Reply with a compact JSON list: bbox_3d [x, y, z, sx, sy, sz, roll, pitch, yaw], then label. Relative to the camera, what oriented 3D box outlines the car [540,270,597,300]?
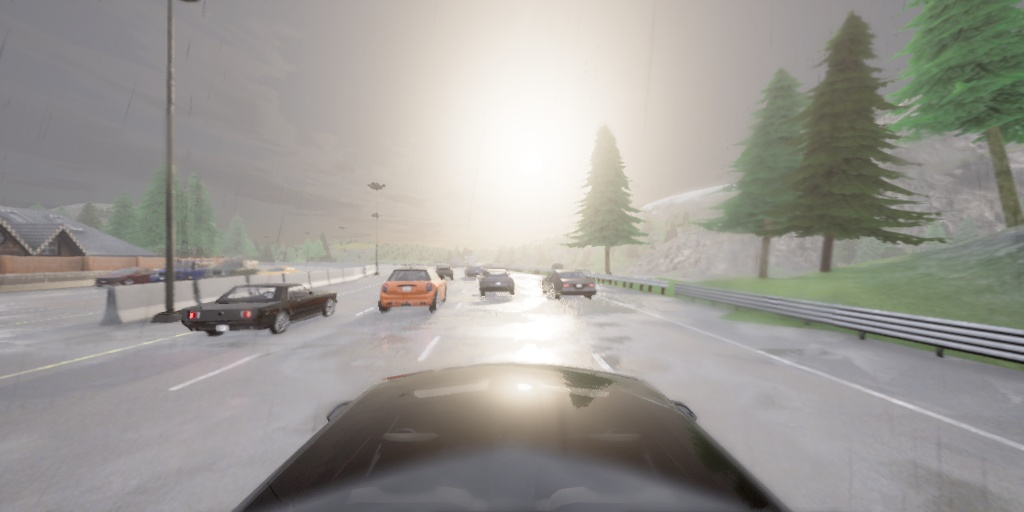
[{"bbox_3d":[2.785,1.426,18.769,2.033,1.411,5.357,0,0,-6],"label":"car"}]

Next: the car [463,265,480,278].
[{"bbox_3d":[-4.229,1.674,40.083,1.994,1.385,4.181,0,0,-14],"label":"car"}]

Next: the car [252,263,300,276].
[{"bbox_3d":[-20.637,1.627,31.946,1.882,1.535,5.008,0,-1,-11],"label":"car"}]

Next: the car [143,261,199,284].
[{"bbox_3d":[-27.426,1.403,30.301,2.150,2.045,5.566,0,-1,-11],"label":"car"}]

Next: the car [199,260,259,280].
[{"bbox_3d":[-24.061,1.389,31.284,2.150,2.045,5.566,0,-1,-11],"label":"car"}]

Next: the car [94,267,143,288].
[{"bbox_3d":[-30.757,1.669,29.032,1.882,1.535,5.008,0,0,-11],"label":"car"}]

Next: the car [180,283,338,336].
[{"bbox_3d":[-7.146,1.478,10.915,1.895,1.301,4.718,0,0,-3],"label":"car"}]

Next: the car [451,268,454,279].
[{"bbox_3d":[-7.050,1.606,36.803,1.837,1.490,4.892,1,0,-13],"label":"car"}]

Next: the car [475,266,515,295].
[{"bbox_3d":[-0.995,1.492,21.541,1.994,1.385,4.181,0,0,-7],"label":"car"}]

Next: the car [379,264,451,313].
[{"bbox_3d":[-3.986,1.244,15.145,2.097,1.767,4.553,0,-1,-4],"label":"car"}]
